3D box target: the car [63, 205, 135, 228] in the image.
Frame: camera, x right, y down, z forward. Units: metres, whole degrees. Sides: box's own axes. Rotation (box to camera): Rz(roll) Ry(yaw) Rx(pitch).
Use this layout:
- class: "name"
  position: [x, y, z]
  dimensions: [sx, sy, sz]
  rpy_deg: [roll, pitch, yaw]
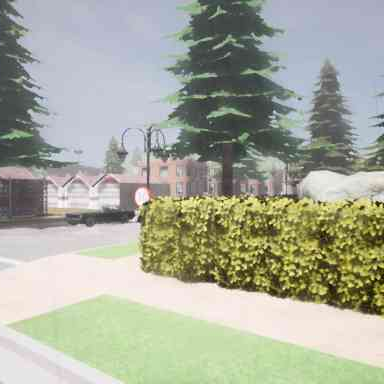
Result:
- class: "car"
  position: [-6.119, 1.562, 22.343]
  dimensions: [1.895, 1.301, 4.718]
  rpy_deg: [0, 0, 35]
